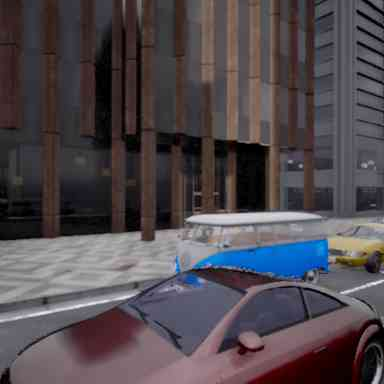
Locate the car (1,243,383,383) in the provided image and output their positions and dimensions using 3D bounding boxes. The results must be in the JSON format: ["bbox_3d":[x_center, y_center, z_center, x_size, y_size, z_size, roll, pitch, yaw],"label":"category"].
[{"bbox_3d":[0.290,1.579,3.586,4.181,1.385,1.994,0,0,-36],"label":"car"}]

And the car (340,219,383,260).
[{"bbox_3d":[5.913,1.602,10.880,4.829,1.417,1.752,0,0,-36],"label":"car"}]

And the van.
[{"bbox_3d":[1.466,1.380,7.703,3.998,1.788,1.690,0,0,-36],"label":"van"}]
